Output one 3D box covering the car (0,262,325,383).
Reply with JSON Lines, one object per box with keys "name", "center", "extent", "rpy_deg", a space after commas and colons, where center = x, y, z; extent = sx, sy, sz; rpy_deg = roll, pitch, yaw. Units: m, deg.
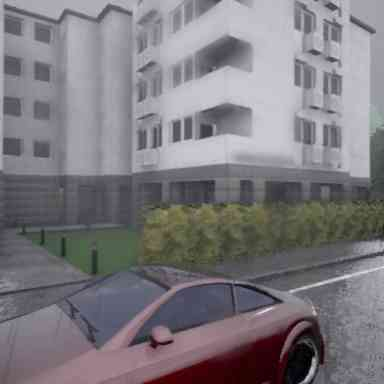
{"name": "car", "center": [-0.428, 1.573, 3.685], "extent": [4.181, 1.385, 1.994], "rpy_deg": [0, 0, -35]}
